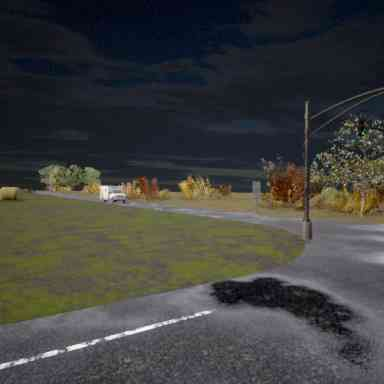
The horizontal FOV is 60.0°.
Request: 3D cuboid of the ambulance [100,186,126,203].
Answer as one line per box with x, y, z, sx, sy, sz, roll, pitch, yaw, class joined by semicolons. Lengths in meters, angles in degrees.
-11.873;0.335;50.071;2.351;2.431;6.366;2;0;-32;ambulance
